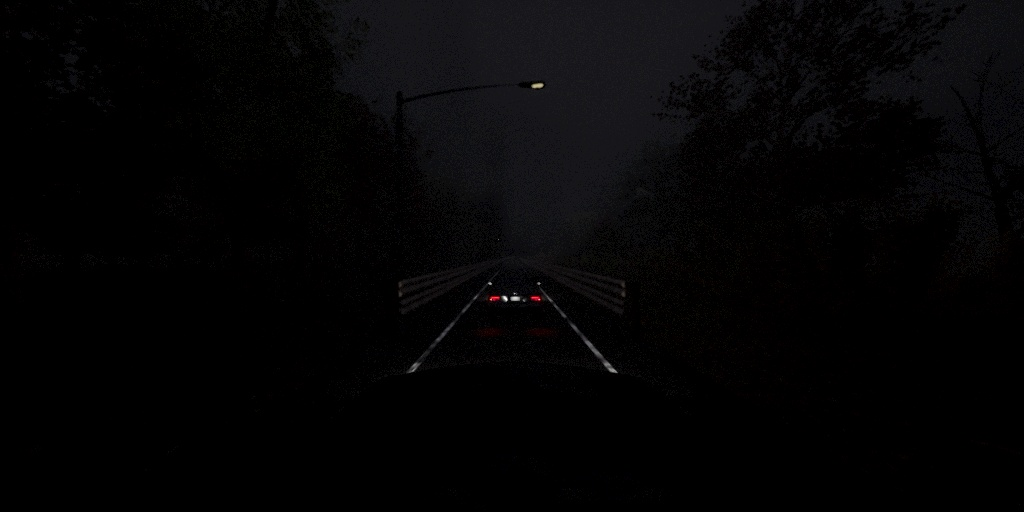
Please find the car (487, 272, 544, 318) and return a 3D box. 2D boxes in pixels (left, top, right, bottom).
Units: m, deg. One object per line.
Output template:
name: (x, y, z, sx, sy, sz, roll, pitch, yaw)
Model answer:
car: (0.095, 1.300, 13.018, 2.033, 1.411, 5.357, 0, 0, 0)
